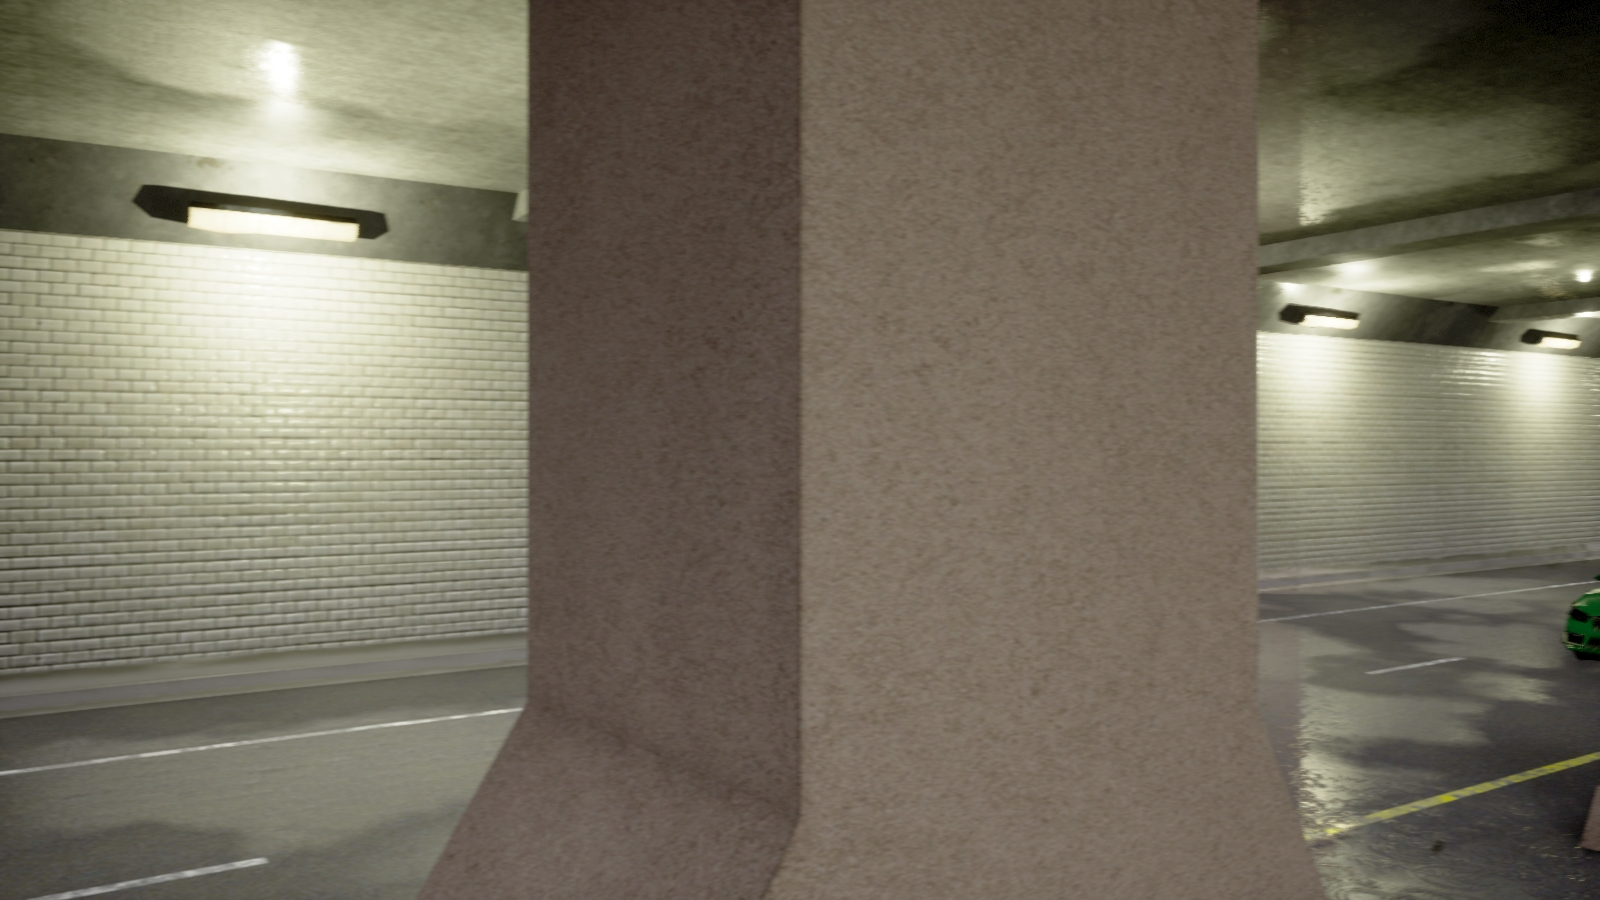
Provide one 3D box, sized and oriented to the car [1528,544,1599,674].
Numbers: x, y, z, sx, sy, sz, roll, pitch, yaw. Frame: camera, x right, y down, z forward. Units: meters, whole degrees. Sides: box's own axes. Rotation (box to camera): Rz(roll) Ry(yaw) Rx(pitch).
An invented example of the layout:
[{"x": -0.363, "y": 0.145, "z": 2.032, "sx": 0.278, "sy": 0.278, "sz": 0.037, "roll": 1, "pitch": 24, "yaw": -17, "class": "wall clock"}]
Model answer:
[{"x": 12.206, "y": 2.056, "z": 15.269, "sx": 4.892, "sy": 1.480, "sz": 2.231, "roll": 0, "pitch": 0, "yaw": -31, "class": "car"}]
